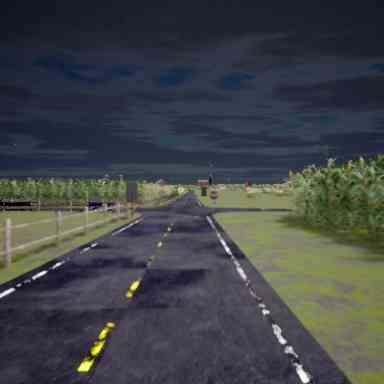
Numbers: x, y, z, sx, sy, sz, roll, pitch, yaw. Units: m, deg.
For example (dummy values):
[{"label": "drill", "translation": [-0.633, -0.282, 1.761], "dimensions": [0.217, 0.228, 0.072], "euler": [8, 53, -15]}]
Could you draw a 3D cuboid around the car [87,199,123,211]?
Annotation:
[{"label": "car", "translation": [-10.326, 1.503, 39.691], "dimensions": [4.181, 1.385, 1.994], "euler": [1, 1, -1]}]

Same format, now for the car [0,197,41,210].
[{"label": "car", "translation": [-20.611, 1.379, 39.518], "dimensions": [4.902, 1.511, 2.128], "euler": [0, 1, -1]}]
